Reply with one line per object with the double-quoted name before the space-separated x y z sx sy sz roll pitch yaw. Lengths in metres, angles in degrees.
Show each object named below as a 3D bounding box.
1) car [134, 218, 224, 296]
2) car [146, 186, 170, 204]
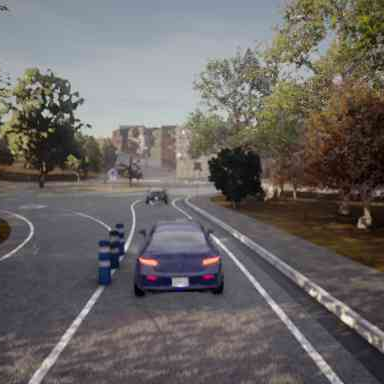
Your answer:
"car" -0.363 1.381 8.245 1.812 1.442 4.674 0 2 -4
"car" -3.016 0.167 29.786 1.812 1.442 4.674 0 4 -2
